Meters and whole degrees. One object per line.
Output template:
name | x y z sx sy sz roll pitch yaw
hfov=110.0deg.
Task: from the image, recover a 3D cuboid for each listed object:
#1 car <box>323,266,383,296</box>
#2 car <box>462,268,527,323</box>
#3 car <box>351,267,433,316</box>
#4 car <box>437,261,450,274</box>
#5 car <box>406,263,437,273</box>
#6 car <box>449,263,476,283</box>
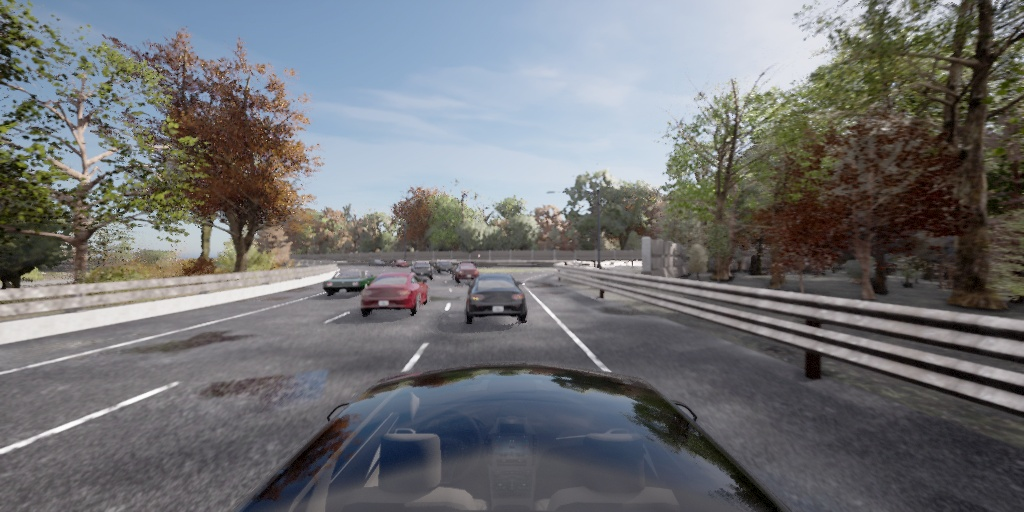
car | -8.723 1.425 19.896 1.895 1.301 4.718 0 0 -10
car | -0.614 1.304 12.163 1.812 1.442 4.674 0 0 -6
car | -4.271 1.319 13.524 1.812 1.442 4.674 0 0 -6
car | -8.319 1.373 43.262 2.128 1.511 4.902 0 0 -22
car | -8.444 1.348 33.205 2.128 1.511 4.902 0 0 -17
car | -3.796 1.357 29.298 1.812 1.442 4.674 0 0 -14
